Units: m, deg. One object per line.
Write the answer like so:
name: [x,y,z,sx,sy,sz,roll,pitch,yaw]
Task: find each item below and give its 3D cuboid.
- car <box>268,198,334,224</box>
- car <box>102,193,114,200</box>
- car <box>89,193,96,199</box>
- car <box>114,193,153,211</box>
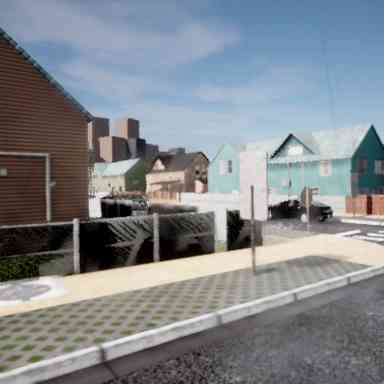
car: [6.798,1.187,21.936,1.837,1.490,4.892,-2,1,-36]
car: [-10.899,0.945,46.014,2.128,1.511,4.902,-2,1,-36]
car: [-16.302,0.996,48.640,1.882,1.535,5.008,-2,1,-36]
car: [-5.819,0.970,34.253,2.097,1.767,4.553,-2,1,-36]
